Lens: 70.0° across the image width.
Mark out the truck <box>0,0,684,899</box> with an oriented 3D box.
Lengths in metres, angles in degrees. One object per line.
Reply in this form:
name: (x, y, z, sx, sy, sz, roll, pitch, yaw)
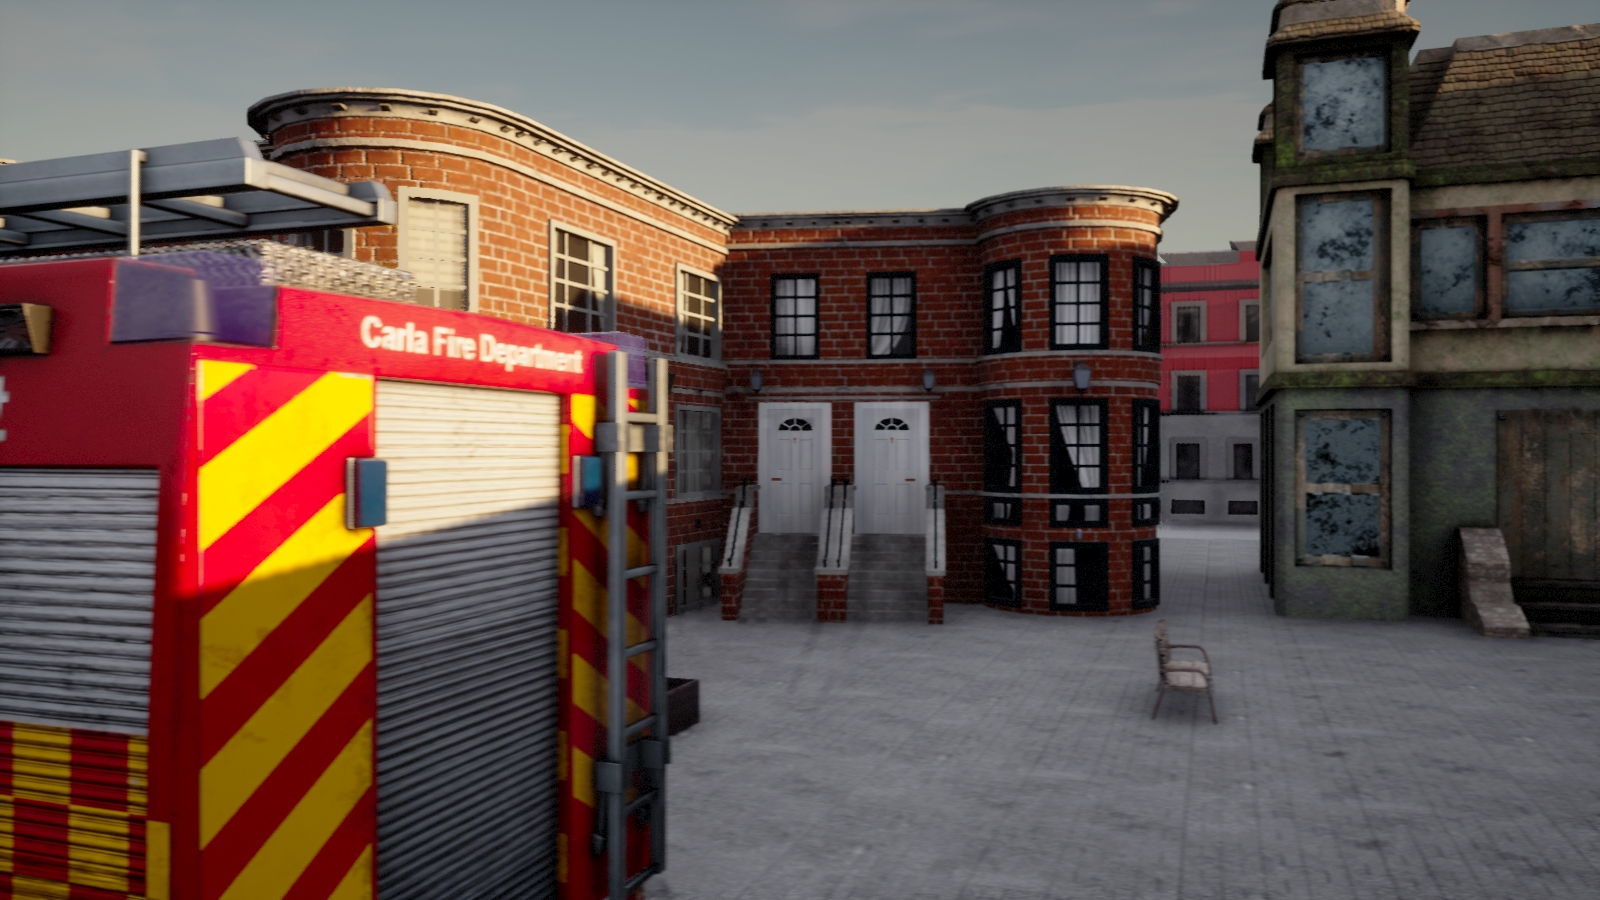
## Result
truck: (-5.052, 0.670, 5.720, 8.468, 3.827, 2.891, 0, 0, 20)
